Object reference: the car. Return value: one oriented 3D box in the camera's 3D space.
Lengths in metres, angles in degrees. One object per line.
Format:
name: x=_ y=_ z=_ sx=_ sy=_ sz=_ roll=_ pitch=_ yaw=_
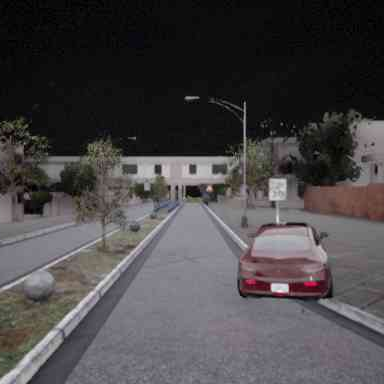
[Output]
car: x=2.280 y=1.446 z=8.027 sx=1.812 sy=1.442 sz=4.674 roll=-3 pitch=1 yaw=19
